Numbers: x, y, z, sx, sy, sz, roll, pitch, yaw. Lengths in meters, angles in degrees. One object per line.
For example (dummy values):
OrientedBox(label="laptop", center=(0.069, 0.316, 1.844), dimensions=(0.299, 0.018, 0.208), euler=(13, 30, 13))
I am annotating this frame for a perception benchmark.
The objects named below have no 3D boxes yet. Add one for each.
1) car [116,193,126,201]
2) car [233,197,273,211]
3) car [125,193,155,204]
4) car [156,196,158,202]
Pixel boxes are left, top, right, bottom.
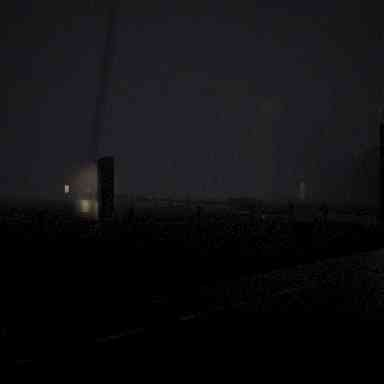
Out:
OrientedBox(label="car", center=(-13.465, 0.879, 66.055), dimensions=(1.882, 1.535, 5.008), euler=(-1, 1, -36))
OrientedBox(label="car", center=(6.064, 1.290, 33.927), dimensions=(1.837, 1.490, 4.892), euler=(-1, 1, -36))
OrientedBox(label="car", center=(-8.383, 1.096, 54.134), dimensions=(2.033, 1.411, 5.357), euler=(-1, 1, -35))
OrientedBox(label="car", center=(-7.637, 1.025, 57.998), dimensions=(1.812, 1.442, 4.674), euler=(-1, 1, -35))
